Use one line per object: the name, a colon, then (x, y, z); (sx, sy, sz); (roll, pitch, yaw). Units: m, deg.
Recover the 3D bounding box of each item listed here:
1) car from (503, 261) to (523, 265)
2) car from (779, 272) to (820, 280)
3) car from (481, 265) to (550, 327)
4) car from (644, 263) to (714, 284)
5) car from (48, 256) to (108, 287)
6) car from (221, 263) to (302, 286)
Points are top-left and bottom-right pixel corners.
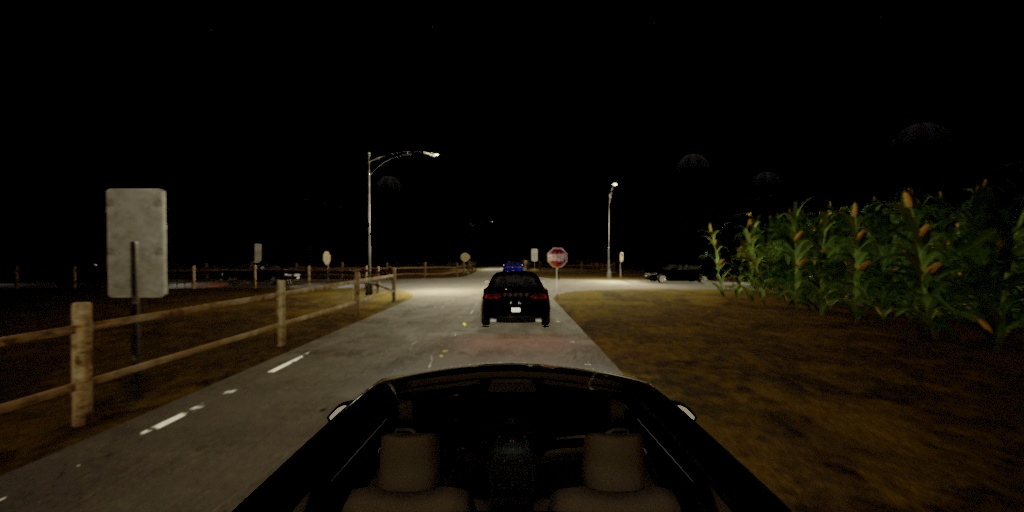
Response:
car: (0.109, 1.238, 35.911); (1.882, 1.535, 5.008); (0, 0, 0)
car: (23.157, 1.382, 27.472); (4.902, 1.511, 2.128); (1, 1, 0)
car: (0.102, 1.203, 11.511); (1.882, 1.535, 5.008); (0, 0, 0)
car: (12.735, 1.270, 27.468); (5.008, 1.535, 1.882); (0, 1, -1)
car: (-28.263, 1.001, 24.727); (5.566, 2.045, 2.150); (0, 1, 1)
car: (-17.178, 1.240, 24.704); (4.902, 1.511, 2.128); (0, 1, 0)
